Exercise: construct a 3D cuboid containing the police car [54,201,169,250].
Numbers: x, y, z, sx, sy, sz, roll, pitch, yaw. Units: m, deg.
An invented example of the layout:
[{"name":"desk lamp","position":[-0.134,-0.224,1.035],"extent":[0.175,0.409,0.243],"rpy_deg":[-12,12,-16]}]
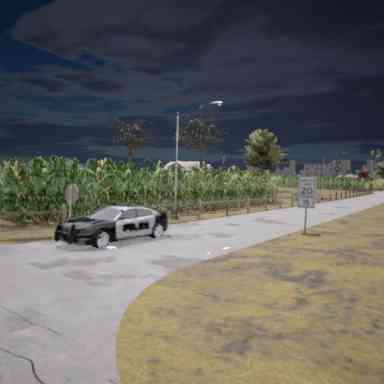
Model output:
[{"name":"police car","position":[-3.128,1.248,13.951],"extent":[1.930,1.638,5.238],"rpy_deg":[3,2,36]}]
